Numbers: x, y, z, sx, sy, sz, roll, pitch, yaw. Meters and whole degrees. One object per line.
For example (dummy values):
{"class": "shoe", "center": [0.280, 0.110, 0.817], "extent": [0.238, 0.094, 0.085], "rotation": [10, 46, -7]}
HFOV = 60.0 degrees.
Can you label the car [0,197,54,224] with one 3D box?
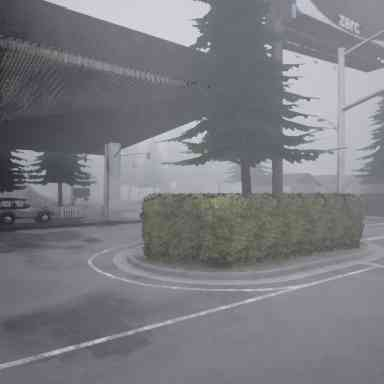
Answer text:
{"class": "car", "center": [-11.961, 1.313, 23.491], "extent": [3.866, 1.878, 1.905], "rotation": [0, 0, -36]}
